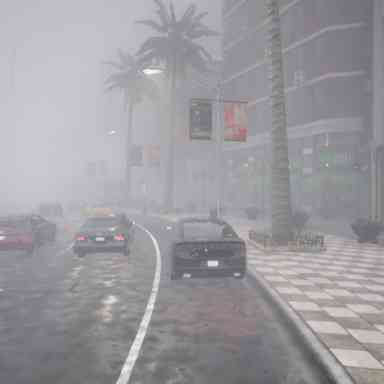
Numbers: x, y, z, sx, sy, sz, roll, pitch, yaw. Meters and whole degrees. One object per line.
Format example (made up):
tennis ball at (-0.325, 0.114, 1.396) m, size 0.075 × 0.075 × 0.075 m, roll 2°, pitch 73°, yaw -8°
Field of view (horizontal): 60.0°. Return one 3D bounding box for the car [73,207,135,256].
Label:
car at (-3.298, 1.543, 13.084) m, size 2.033 × 1.411 × 5.357 m, roll 0°, pitch 0°, yaw -8°

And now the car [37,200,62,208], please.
car at (-12.882, 1.464, 30.106) m, size 1.882 × 1.535 × 5.008 m, roll 0°, pitch 0°, yaw -27°

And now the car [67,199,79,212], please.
car at (-13.320, 1.531, 38.577) m, size 2.033 × 1.411 × 5.357 m, roll 0°, pitch 0°, yaw -28°

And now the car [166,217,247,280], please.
car at (0.266, 1.474, 10.020) m, size 1.882 × 1.535 × 5.008 m, roll 0°, pitch 0°, yaw -5°

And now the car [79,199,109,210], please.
car at (-7.858, 1.449, 27.432) m, size 1.801 × 1.575 × 5.366 m, roll 0°, pitch 0°, yaw -24°

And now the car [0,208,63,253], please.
car at (-6.898, 1.557, 13.492) m, size 1.994 × 1.385 × 4.181 m, roll 0°, pitch 0°, yaw -9°
